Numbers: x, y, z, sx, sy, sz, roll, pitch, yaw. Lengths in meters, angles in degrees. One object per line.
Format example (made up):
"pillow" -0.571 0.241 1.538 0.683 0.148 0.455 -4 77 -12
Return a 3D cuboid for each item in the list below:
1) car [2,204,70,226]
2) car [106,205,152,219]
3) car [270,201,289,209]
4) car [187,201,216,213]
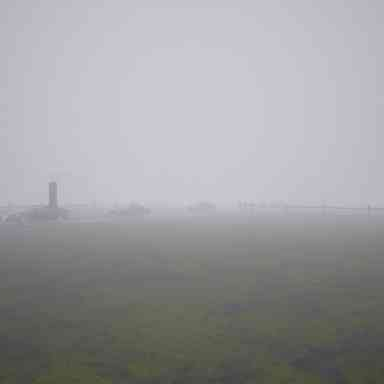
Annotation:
"car" -11.851 1.718 25.615 2.128 1.511 4.902 -1 -1 35
"car" -6.297 1.947 33.472 1.895 1.301 4.718 -1 -1 35
"car" 15.676 2.260 59.465 2.033 1.411 5.357 -1 -1 36
"car" 1.269 1.985 44.155 1.882 1.535 5.008 -1 -2 35
